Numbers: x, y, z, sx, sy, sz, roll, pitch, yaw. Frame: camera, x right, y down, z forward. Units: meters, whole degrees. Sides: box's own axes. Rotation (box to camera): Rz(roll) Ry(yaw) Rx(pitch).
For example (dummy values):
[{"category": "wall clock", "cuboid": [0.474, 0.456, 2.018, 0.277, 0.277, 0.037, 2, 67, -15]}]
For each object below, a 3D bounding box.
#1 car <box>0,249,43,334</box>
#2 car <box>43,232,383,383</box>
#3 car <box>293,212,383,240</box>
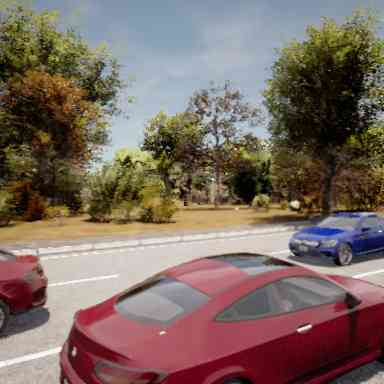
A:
[{"category": "car", "cuboid": [-4.615, 1.487, 4.851, 4.674, 1.442, 1.812, 1, 0, -36]}, {"category": "car", "cuboid": [0.856, 1.519, 4.153, 4.674, 1.442, 1.812, 0, 0, -34]}, {"category": "car", "cuboid": [5.420, 1.450, 11.359, 4.674, 1.442, 1.812, -1, 0, -30]}]
